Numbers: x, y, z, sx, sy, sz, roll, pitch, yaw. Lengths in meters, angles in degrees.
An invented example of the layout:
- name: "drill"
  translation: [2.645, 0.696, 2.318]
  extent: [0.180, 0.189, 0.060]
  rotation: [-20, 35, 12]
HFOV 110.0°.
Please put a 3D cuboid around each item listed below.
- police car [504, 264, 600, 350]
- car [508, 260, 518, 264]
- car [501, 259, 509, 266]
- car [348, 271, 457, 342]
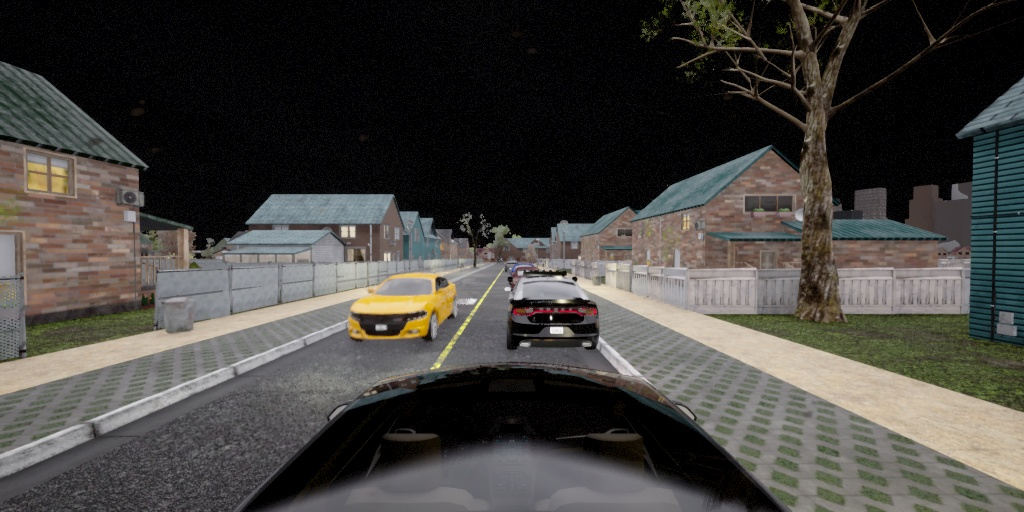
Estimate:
- name: "police car"
  translation: [0.828, 1.175, 9.223]
  extent: [1.930, 1.638, 5.238]
  rotation: [0, 0, 0]
- name: "car"
  translation: [0.828, 1.242, 25.116]
  extent: [1.882, 1.535, 5.008]
  rotation: [0, 0, 0]
- name: "car"
  translation: [0.040, 1.302, 47.602]
  extent: [2.128, 1.511, 4.902]
  rotation: [0, 0, 0]
- name: "car"
  translation: [-2.747, 1.227, 10.020]
  extent: [1.882, 1.535, 5.008]
  rotation: [0, 0, 0]
